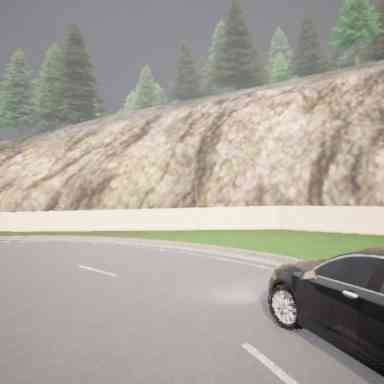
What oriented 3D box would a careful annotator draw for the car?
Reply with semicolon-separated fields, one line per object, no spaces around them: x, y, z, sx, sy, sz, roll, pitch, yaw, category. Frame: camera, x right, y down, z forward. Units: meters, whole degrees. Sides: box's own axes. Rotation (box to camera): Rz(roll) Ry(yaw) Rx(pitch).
2.725;1.415;4.144;1.837;1.490;4.892;0;0;-16;car
